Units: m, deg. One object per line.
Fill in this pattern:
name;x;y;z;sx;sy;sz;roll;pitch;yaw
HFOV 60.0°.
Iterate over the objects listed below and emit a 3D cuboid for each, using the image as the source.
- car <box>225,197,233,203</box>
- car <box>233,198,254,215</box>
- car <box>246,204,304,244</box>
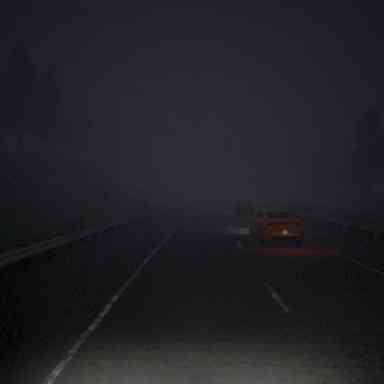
car;9.608;2.034;84.386;1.882;1.535;5.008;0;0;14
car;5.733;1.719;36.488;1.882;1.535;5.008;0;0;6
car;4.102;1.590;16.674;1.882;1.535;5.008;0;0;3
